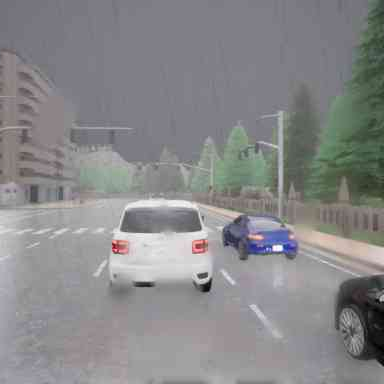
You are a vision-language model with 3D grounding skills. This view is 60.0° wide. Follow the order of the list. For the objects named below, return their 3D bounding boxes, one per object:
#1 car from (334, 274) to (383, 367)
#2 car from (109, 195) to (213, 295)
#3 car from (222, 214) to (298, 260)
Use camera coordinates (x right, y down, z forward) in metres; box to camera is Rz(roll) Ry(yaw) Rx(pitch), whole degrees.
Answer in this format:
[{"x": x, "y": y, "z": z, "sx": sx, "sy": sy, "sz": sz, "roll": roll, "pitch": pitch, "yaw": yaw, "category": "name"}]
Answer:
[{"x": 3.125, "y": 1.492, "z": 3.080, "sx": 2.128, "sy": 1.511, "sz": 4.902, "roll": 0, "pitch": 0, "yaw": -3, "category": "car"}, {"x": -0.793, "y": 1.221, "z": 8.951, "sx": 2.150, "sy": 2.045, "sz": 5.566, "roll": 0, "pitch": 0, "yaw": -5, "category": "car"}, {"x": 2.354, "y": 1.526, "z": 12.308, "sx": 1.812, "sy": 1.442, "sz": 4.674, "roll": 0, "pitch": 0, "yaw": -6, "category": "car"}]
